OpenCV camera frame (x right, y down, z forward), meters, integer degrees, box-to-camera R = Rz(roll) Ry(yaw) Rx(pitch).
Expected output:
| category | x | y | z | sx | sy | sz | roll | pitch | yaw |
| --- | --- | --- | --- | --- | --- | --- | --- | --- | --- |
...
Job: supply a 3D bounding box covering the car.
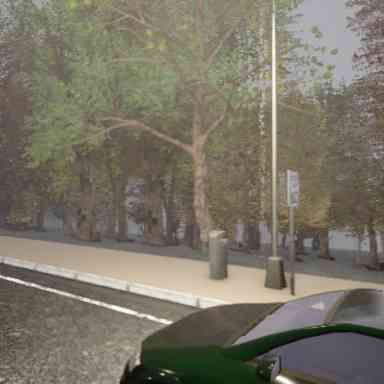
| category | x | y | z | sx | sy | sz | roll | pitch | yaw |
| --- | --- | --- | --- | --- | --- | --- | --- | --- | --- |
| car | 1.350 | 1.569 | 2.721 | 4.181 | 1.385 | 1.994 | -1 | -1 | 35 |
